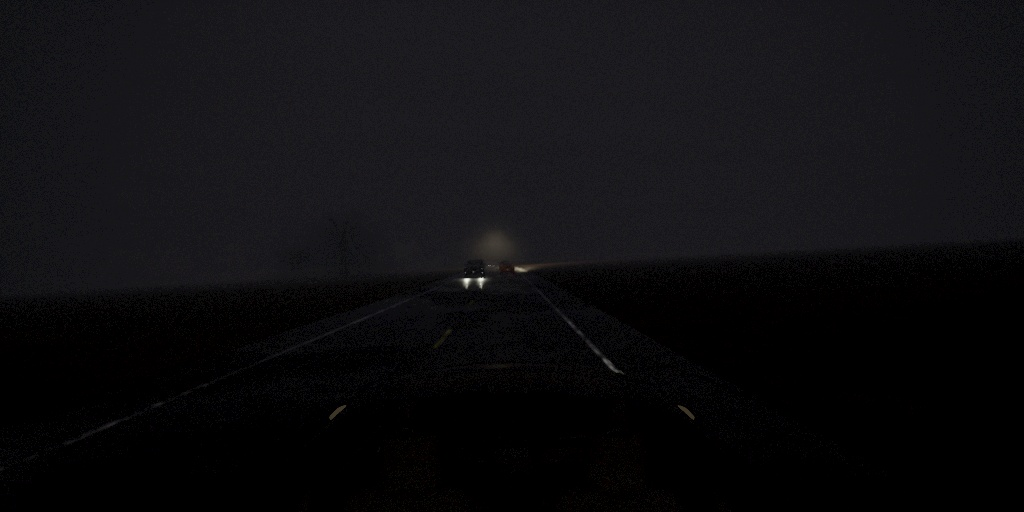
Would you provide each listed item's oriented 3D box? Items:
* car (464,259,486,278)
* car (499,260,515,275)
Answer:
[{"bbox_3d":[-4.165,1.378,41.062,2.150,2.045,5.566,-2,0,-1],"label":"car"},{"bbox_3d":[-0.615,1.560,46.875,1.882,1.535,5.008,-2,0,-1],"label":"car"}]
